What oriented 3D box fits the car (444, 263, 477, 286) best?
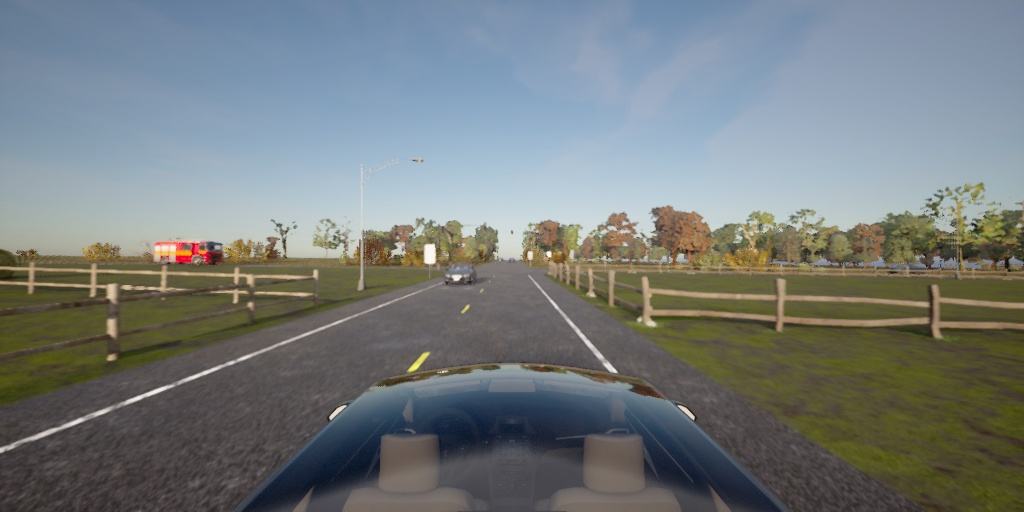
[{"bbox_3d":[-3.581,1.251,25.692,2.128,1.511,4.902,0,0,0],"label":"car"}]
